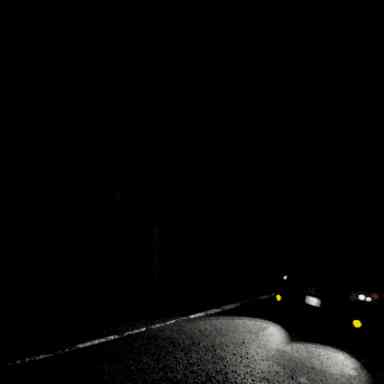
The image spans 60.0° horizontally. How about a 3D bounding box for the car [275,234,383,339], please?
[{"bbox_3d":[3.573,1.568,6.477,4.181,1.385,1.994,0,0,-35],"label":"car"}]
